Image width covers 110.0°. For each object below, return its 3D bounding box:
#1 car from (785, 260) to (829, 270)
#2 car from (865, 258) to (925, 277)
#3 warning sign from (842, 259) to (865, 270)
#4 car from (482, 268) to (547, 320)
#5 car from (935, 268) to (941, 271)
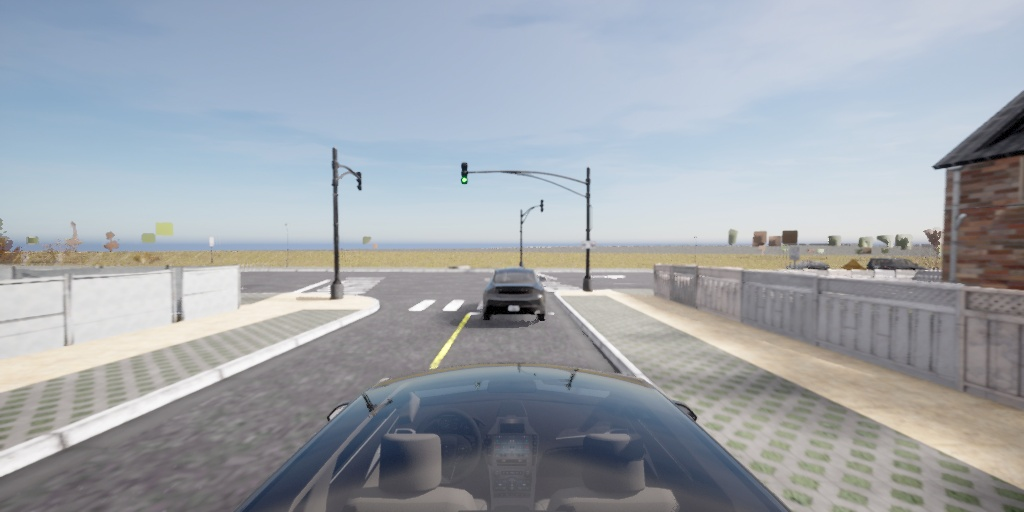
[{"bbox_3d":[33.048,1.236,40.127,4.902,1.511,2.128,1,2,-16],"label":"car"},{"bbox_3d":[36.632,1.205,34.275,5.566,2.045,2.150,0,2,-16],"label":"car"},{"bbox_3d":[22.953,1.100,24.161,1.060,1.860,1.300,0,0,-15],"label":"warning sign"},{"bbox_3d":[0.092,1.127,11.986,1.837,1.490,4.892,0,1,1],"label":"car"},{"bbox_3d":[39.190,1.708,31.637,4.718,1.301,1.895,1,2,-16],"label":"car"}]
